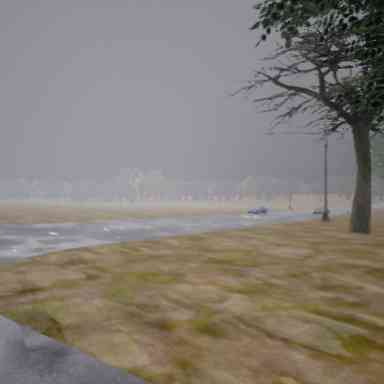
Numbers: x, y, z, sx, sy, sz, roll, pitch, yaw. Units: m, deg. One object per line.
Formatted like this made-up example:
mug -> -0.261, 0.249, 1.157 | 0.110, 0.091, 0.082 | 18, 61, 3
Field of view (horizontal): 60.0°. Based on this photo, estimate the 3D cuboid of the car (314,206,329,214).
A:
car -> 23.039, 3.236, 59.167 | 2.033, 1.411, 5.357 | 0, -1, 31

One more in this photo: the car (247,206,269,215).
car -> 10.457, 2.904, 52.817 | 1.882, 1.535, 5.008 | 0, -1, 37
